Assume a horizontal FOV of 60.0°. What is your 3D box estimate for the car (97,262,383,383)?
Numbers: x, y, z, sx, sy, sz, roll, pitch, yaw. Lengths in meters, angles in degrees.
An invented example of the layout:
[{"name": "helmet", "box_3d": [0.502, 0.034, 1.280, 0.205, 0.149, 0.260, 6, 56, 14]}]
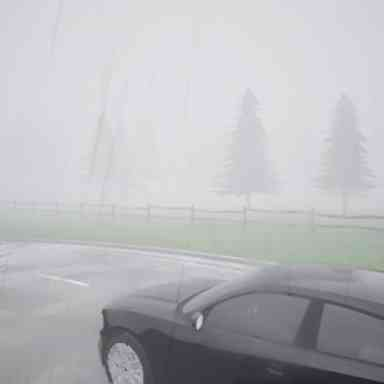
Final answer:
[{"name": "car", "box_3d": [1.130, 1.497, 3.385, 5.008, 1.535, 1.882, 0, 0, 35]}]
